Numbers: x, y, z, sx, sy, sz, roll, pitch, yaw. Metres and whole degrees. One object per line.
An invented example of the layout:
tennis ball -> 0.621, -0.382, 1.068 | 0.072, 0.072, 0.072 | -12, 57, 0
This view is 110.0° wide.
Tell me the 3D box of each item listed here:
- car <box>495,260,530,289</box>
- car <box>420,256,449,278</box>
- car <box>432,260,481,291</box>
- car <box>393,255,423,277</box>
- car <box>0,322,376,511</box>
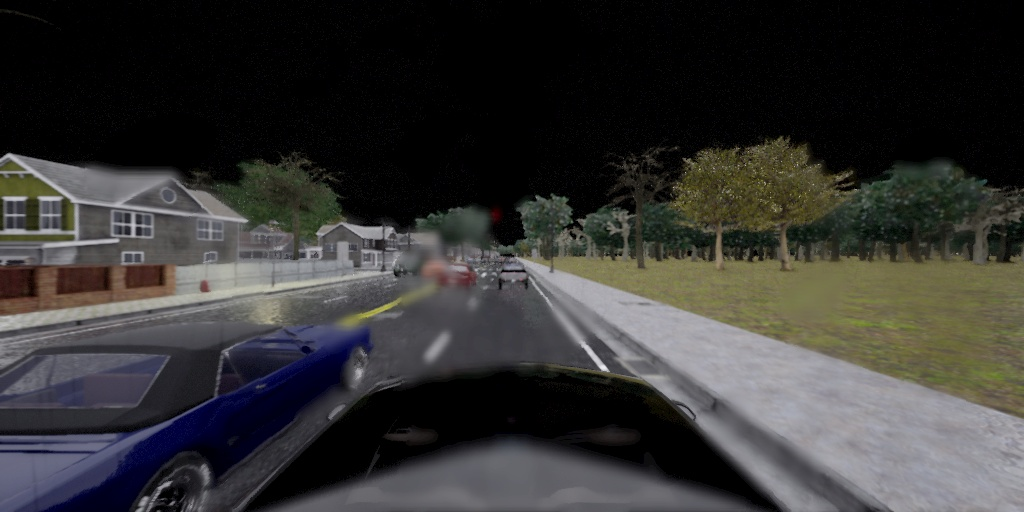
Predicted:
car -> 0.095, 1.218, 22.876 | 2.128, 1.511, 4.902 | 0, 0, 0
car -> -6.540, 1.070, 32.795 | 2.097, 1.767, 4.553 | 0, 0, 1
car -> -3.151, 1.207, 21.464 | 1.882, 1.535, 5.008 | 0, 0, 0
car -> -9.762, 0.943, 35.013 | 2.150, 2.045, 5.566 | 0, 0, 0
car -> -3.149, 1.349, 3.746 | 1.895, 1.301, 4.718 | 0, 0, 0
